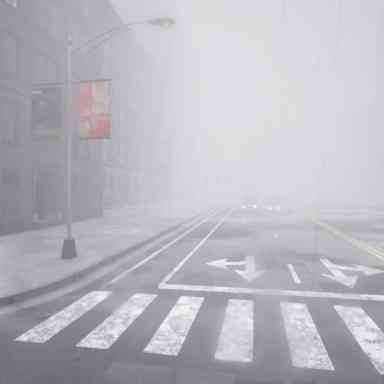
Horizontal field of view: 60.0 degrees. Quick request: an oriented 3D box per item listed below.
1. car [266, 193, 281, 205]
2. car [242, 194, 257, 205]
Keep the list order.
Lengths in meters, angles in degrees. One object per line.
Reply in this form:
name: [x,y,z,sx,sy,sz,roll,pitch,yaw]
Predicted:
car: [11.340,0.955,46.570,2.128,1.511,4.902,0,1,10]
car: [8.144,0.989,47.160,1.812,1.442,4.674,0,1,10]
